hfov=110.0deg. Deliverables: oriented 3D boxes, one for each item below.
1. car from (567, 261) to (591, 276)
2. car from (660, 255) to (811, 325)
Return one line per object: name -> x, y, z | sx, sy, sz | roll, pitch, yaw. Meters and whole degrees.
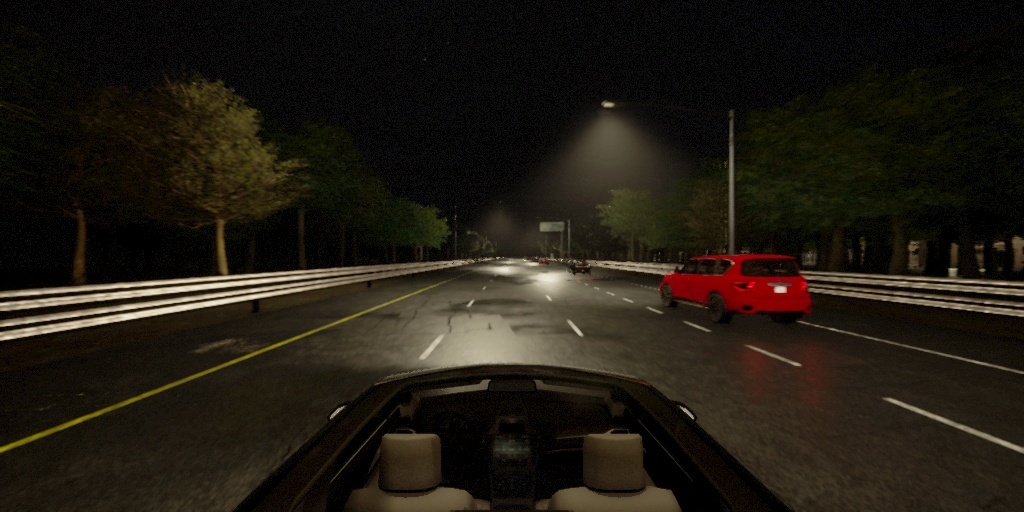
car -> 7.059, 1.275, 38.067 | 2.128, 1.511, 4.902 | 0, 0, 0
car -> 7.001, 0.982, 12.031 | 2.150, 2.045, 5.566 | 0, 0, 0
